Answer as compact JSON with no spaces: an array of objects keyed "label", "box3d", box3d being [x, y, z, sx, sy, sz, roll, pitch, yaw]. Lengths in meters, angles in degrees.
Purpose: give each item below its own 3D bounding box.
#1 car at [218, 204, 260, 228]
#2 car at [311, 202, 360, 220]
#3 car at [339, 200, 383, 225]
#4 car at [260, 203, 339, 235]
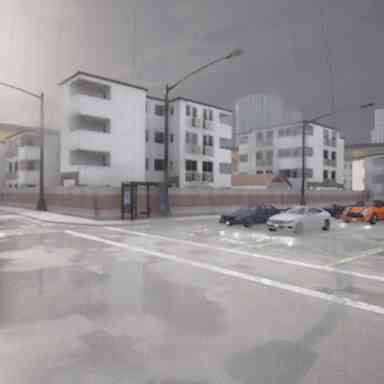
[{"label":"car","box3d":[4.192,1.509,21.891,5.357,1.411,2.033,0,0,-40]},{"label":"car","box3d":[12.493,1.610,28.738,4.718,1.301,1.895,0,0,-39]},{"label":"car","box3d":[13.117,1.374,24.721,4.553,1.767,2.097,0,0,-39]},{"label":"car","box3d":[6.221,1.509,19.019,4.674,1.442,1.812,0,0,-40]}]
